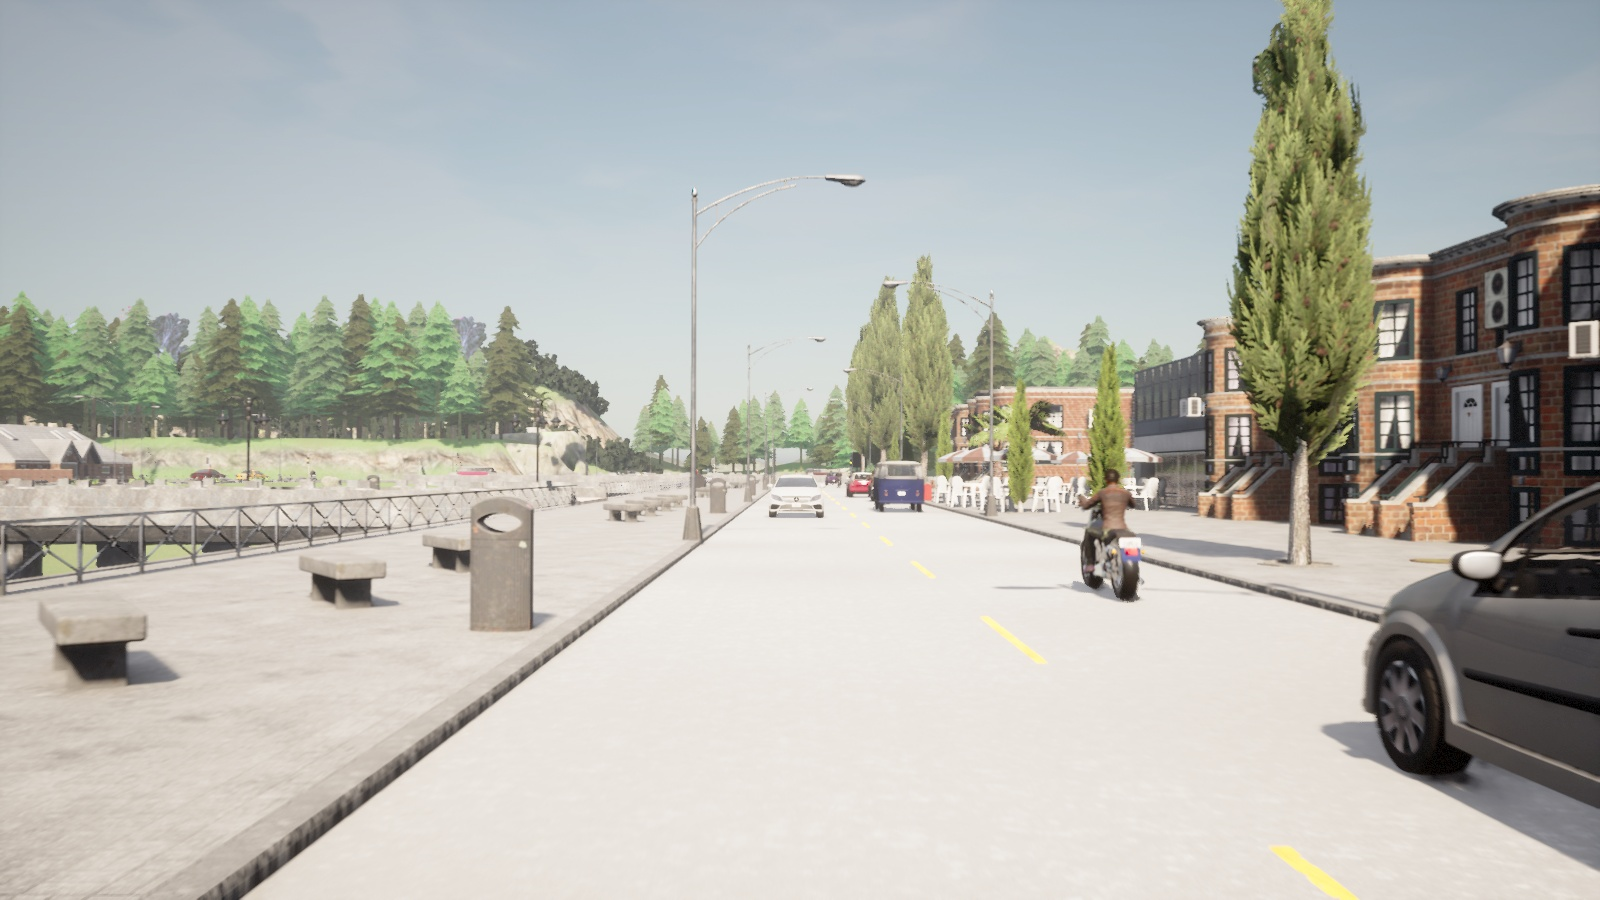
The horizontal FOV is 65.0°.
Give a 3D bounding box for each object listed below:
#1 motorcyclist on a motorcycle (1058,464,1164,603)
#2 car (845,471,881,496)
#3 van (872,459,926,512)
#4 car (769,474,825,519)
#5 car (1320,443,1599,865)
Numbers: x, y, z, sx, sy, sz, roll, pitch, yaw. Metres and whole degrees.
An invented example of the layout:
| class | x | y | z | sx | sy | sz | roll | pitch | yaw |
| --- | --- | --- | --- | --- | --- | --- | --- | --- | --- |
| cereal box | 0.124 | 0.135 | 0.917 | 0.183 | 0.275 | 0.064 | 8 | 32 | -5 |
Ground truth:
| class | x | y | z | sx | sy | sz | roll | pitch | yaw |
| --- | --- | --- | --- | --- | --- | --- | --- | --- | --- |
| motorcyclist on a motorcycle | 3.957 | 1.020 | 16.182 | 0.766 | 1.649 | 2.350 | 0 | -1 | 0 |
| car | 3.801 | 2.045 | 76.456 | 1.970 | 1.475 | 3.806 | 0 | -1 | 0 |
| van | 3.869 | 1.386 | 49.845 | 1.775 | 1.987 | 4.442 | 0 | -1 | 0 |
| car | -0.112 | 1.562 | 43.103 | 1.812 | 1.442 | 4.674 | 0 | -1 | 0 |
| car | 3.984 | 0.787 | 5.357 | 1.851 | 1.617 | 3.988 | 0 | -1 | 0 |
